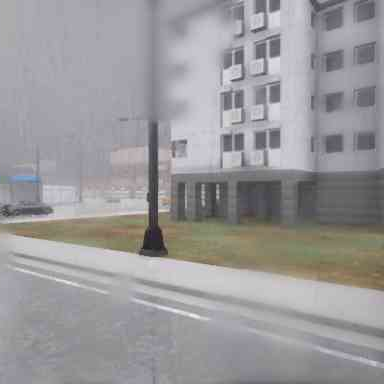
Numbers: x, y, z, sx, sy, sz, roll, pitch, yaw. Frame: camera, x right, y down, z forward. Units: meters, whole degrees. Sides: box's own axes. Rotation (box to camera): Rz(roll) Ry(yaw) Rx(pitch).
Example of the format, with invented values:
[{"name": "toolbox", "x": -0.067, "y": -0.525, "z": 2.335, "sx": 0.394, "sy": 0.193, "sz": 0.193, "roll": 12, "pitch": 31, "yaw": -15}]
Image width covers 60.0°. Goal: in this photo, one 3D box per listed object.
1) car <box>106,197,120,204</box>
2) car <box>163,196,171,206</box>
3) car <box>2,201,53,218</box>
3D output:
[{"name": "car", "x": -15.464, "y": 1.606, "z": 65.413, "sx": 1.994, "sy": 1.385, "sz": 4.181, "roll": 0, "pitch": 0, "yaw": 1}, {"name": "car", "x": -2.938, "y": 1.412, "z": 52.677, "sx": 1.882, "sy": 1.535, "sz": 5.008, "roll": 0, "pitch": 0, "yaw": 20}, {"name": "car", "x": -14.973, "y": 1.495, "z": 30.413, "sx": 1.994, "sy": 1.385, "sz": 4.181, "roll": 0, "pitch": 0, "yaw": 37}]
